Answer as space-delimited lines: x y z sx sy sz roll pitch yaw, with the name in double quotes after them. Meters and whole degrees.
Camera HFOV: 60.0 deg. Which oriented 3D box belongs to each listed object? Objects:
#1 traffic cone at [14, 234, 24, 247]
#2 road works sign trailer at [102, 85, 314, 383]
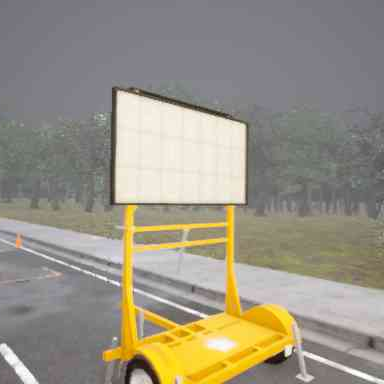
-7.900 2.200 15.171 0.340 0.580 0.340 2 -2 -43 "traffic cone"
-0.188 0.579 4.602 2.380 3.560 2.880 2 -2 -43 "road works sign trailer"
